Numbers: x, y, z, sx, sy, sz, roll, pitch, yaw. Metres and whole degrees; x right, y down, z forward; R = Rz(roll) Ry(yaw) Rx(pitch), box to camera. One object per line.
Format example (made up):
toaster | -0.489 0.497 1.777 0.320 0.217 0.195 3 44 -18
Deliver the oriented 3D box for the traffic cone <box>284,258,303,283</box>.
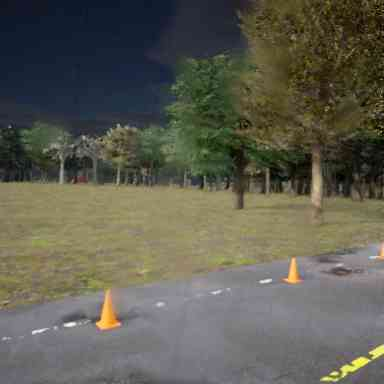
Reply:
traffic cone | 2.632 1.993 8.593 0.340 0.580 0.340 0 0 -36

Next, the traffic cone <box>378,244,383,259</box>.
traffic cone | 6.673 2.019 11.519 0.340 0.580 0.340 0 0 -36

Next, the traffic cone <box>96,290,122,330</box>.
traffic cone | -1.420 1.968 5.682 0.340 0.580 0.340 0 0 -36
